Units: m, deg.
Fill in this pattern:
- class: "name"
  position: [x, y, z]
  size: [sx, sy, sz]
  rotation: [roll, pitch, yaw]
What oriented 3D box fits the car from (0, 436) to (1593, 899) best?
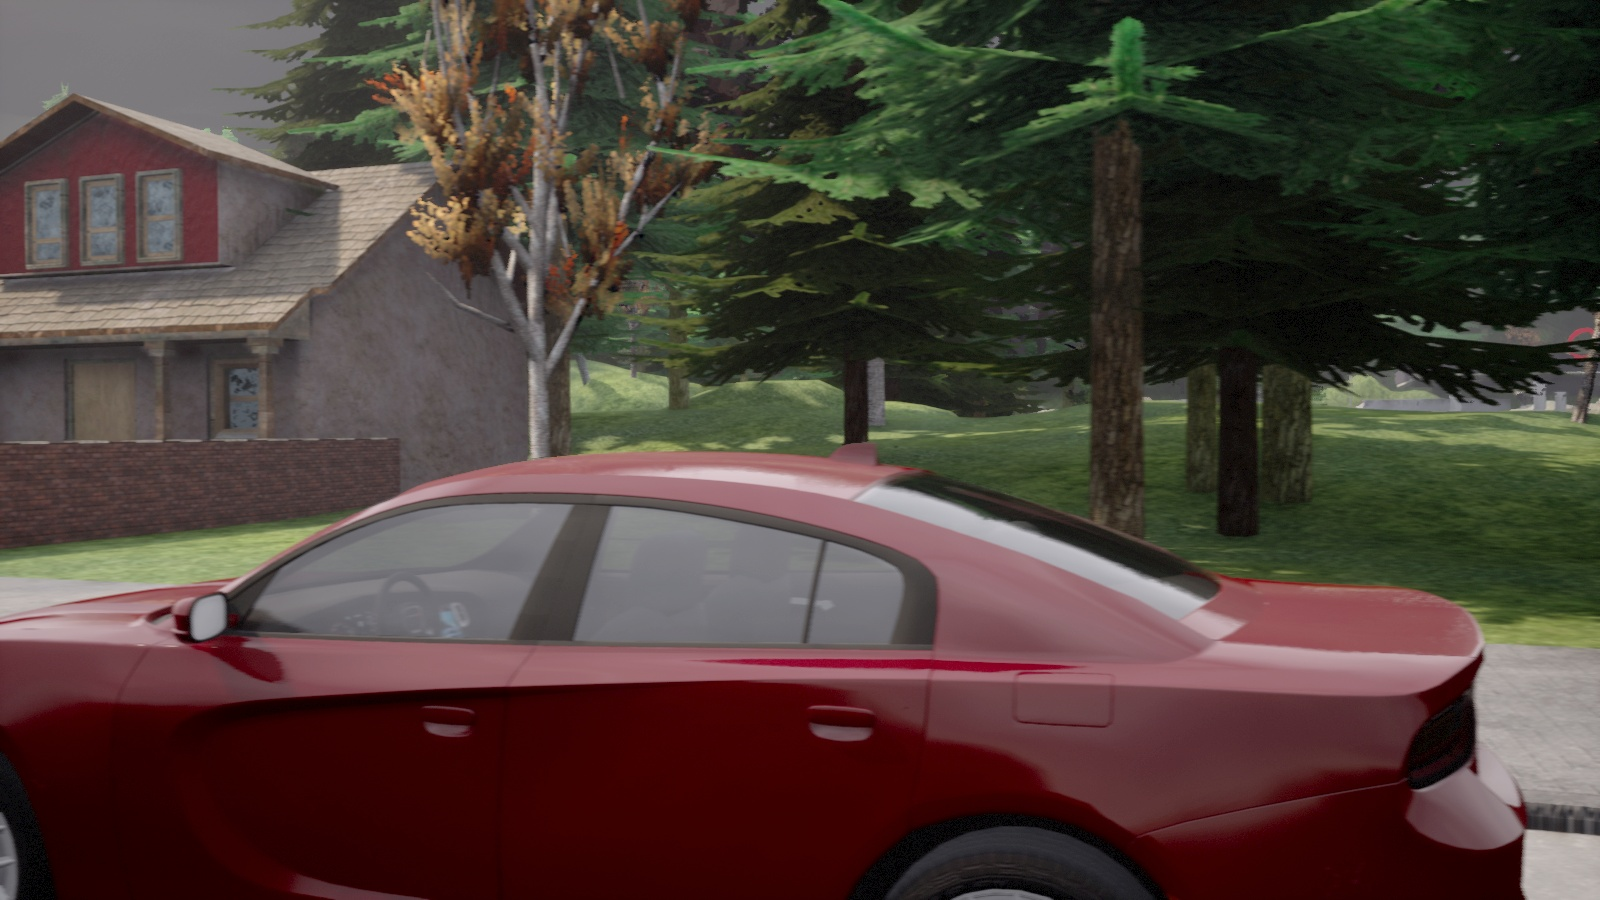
- class: "car"
  position: [-0.661, 0.739, 3.942]
  size: [5.008, 1.535, 1.882]
  rotation: [1, 1, 19]
